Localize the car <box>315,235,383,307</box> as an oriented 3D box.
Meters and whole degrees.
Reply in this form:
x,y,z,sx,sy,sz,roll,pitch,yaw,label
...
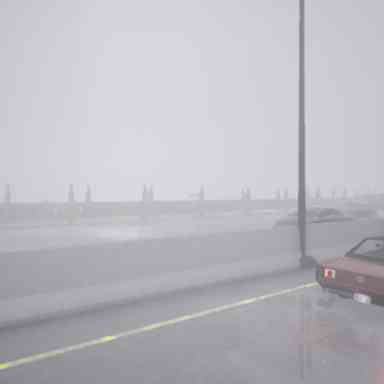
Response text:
x,y,z,sx,sy,sz,roll,pitch,yaw,label
4.839,1.602,7.200,4.718,1.301,1.895,0,0,-35,car

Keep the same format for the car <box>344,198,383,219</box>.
x,y,z,sx,sy,sz,roll,pitch,yaw,label
12.437,1.495,25.754,4.902,1.511,2.128,0,0,-35,car

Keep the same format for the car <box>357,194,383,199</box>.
x,y,z,sx,sy,sz,roll,pitch,yaw,label
18.086,1.225,34.052,5.566,2.045,2.150,0,0,-35,car

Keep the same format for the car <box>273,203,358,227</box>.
x,y,z,sx,sy,sz,roll,pitch,yaw,label
6.188,1.507,17.004,4.892,1.490,1.837,0,0,-35,car
